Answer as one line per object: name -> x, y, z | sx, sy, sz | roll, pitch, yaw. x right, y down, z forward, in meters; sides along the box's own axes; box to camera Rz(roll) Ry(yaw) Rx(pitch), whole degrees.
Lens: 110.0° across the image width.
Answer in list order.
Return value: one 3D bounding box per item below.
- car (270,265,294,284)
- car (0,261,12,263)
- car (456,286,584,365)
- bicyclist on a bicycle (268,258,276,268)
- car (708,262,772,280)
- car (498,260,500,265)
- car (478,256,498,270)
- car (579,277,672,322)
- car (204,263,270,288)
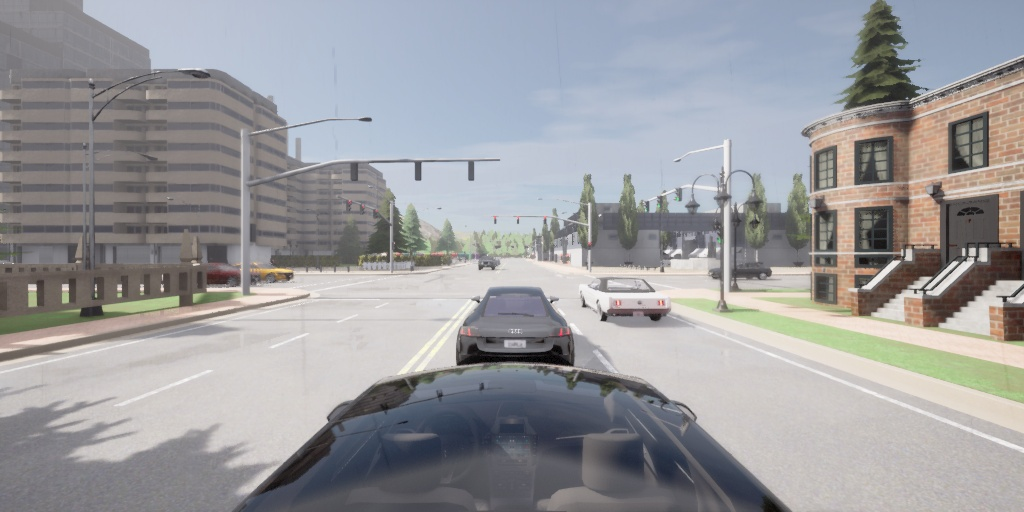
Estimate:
car -> -19.019, 1.228, 26.759 | 5.008, 1.535, 1.882 | 0, 0, 0
car -> -39.380, 1.241, 26.779 | 4.902, 1.511, 2.128 | 0, 0, 0
car -> 0.063, 1.314, 7.497 | 1.994, 1.385, 4.181 | 0, 0, 0
bicyclist on a bicycle -> -25.251, 1.052, 37.744 | 0.582, 1.620, 1.656 | 0, 0, 0
car -> 19.085, 1.255, 30.136 | 4.892, 1.490, 1.837 | 0, 0, -1
car -> -3.567, 1.313, 63.353 | 1.994, 1.385, 4.181 | 0, 0, 0
car -> -3.591, 0.971, 51.968 | 2.150, 2.045, 5.566 | 0, 0, 0
car -> 3.581, 1.351, 12.346 | 1.895, 1.301, 4.718 | 0, 0, 0
car -> -19.025, 1.228, 23.252 | 5.008, 1.535, 1.882 | 0, 0, 0
